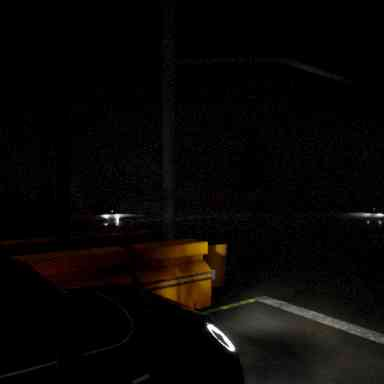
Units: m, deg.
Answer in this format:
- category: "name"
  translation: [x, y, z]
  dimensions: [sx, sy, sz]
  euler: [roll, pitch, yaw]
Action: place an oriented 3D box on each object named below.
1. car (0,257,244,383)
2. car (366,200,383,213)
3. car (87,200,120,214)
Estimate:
- category: "car"
  translation: [-1.706, 1.352, 2.606]
  dimensions: [4.553, 1.767, 2.097]
  euler: [0, 0, -36]
- category: "car"
  translation: [20.644, 1.576, 35.883]
  dimensions: [4.181, 1.385, 1.994]
  euler: [0, 0, -35]
- category: "car"
  translation: [-9.541, 1.552, 35.507]
  dimensions: [2.033, 1.411, 5.357]
  euler: [0, 0, -36]
